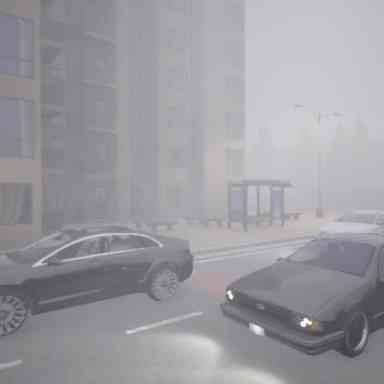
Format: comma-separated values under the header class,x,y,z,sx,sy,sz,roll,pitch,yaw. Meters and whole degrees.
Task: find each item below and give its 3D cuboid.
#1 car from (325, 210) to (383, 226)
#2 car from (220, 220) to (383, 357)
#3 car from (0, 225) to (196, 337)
class,x,y,z,sx,sy,sz,roll,pitch,yaw
car,6.800,1.440,13.063,4.674,1.442,1.812,-1,0,-35
car,3.073,1.508,6.165,5.357,1.411,2.033,0,0,-35
car,-2.216,1.480,6.699,4.902,1.511,2.128,0,0,-35
